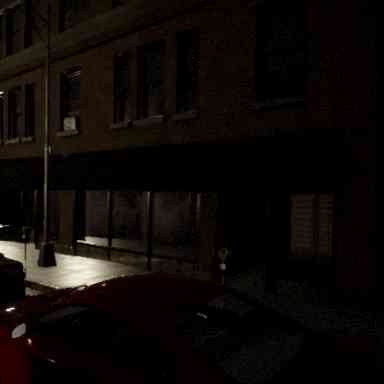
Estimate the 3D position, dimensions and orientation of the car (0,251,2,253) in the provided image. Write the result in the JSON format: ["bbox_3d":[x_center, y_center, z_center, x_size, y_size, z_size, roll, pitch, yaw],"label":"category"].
[{"bbox_3d":[-5.085,1.543,6.583,4.507,1.381,1.887,0,1,36],"label":"car"}]

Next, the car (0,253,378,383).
[{"bbox_3d":[-0.605,1.544,3.382,4.507,1.381,1.887,0,1,36],"label":"car"}]
